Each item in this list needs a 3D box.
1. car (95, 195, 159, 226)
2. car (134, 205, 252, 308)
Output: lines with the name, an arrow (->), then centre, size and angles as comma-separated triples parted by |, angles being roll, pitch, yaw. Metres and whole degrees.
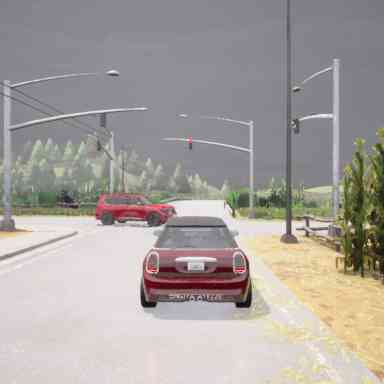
car -> -3.709, 1.226, 22.106 | 5.566, 2.045, 2.150 | 0, -1, 18
car -> 0.096, 1.352, 8.091 | 2.097, 1.767, 4.553 | 0, 0, 1
